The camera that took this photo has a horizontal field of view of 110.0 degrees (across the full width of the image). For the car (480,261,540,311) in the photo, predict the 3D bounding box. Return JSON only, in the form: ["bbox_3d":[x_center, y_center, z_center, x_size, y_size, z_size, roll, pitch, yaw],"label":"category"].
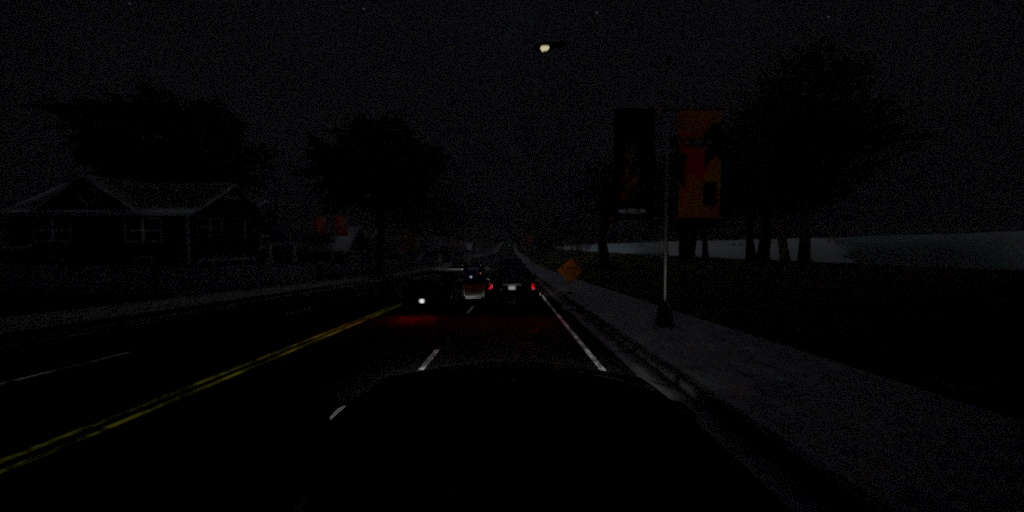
[{"bbox_3d":[0.017,1.210,15.246,2.097,1.767,4.553,0,-1,0],"label":"car"}]

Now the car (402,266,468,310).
[{"bbox_3d":[-3.232,1.367,15.372,1.837,1.490,4.892,0,0,1],"label":"car"}]

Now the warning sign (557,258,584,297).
[{"bbox_3d":[2.841,0.994,17.799,1.300,1.860,1.060,0,0,0],"label":"warning sign"}]

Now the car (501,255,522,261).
[{"bbox_3d":[-0.004,1.184,29.452,2.150,2.045,5.566,0,0,0],"label":"car"}]

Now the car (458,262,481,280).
[{"bbox_3d":[-3.239,1.493,30.779,1.812,1.442,4.674,0,0,1],"label":"car"}]
